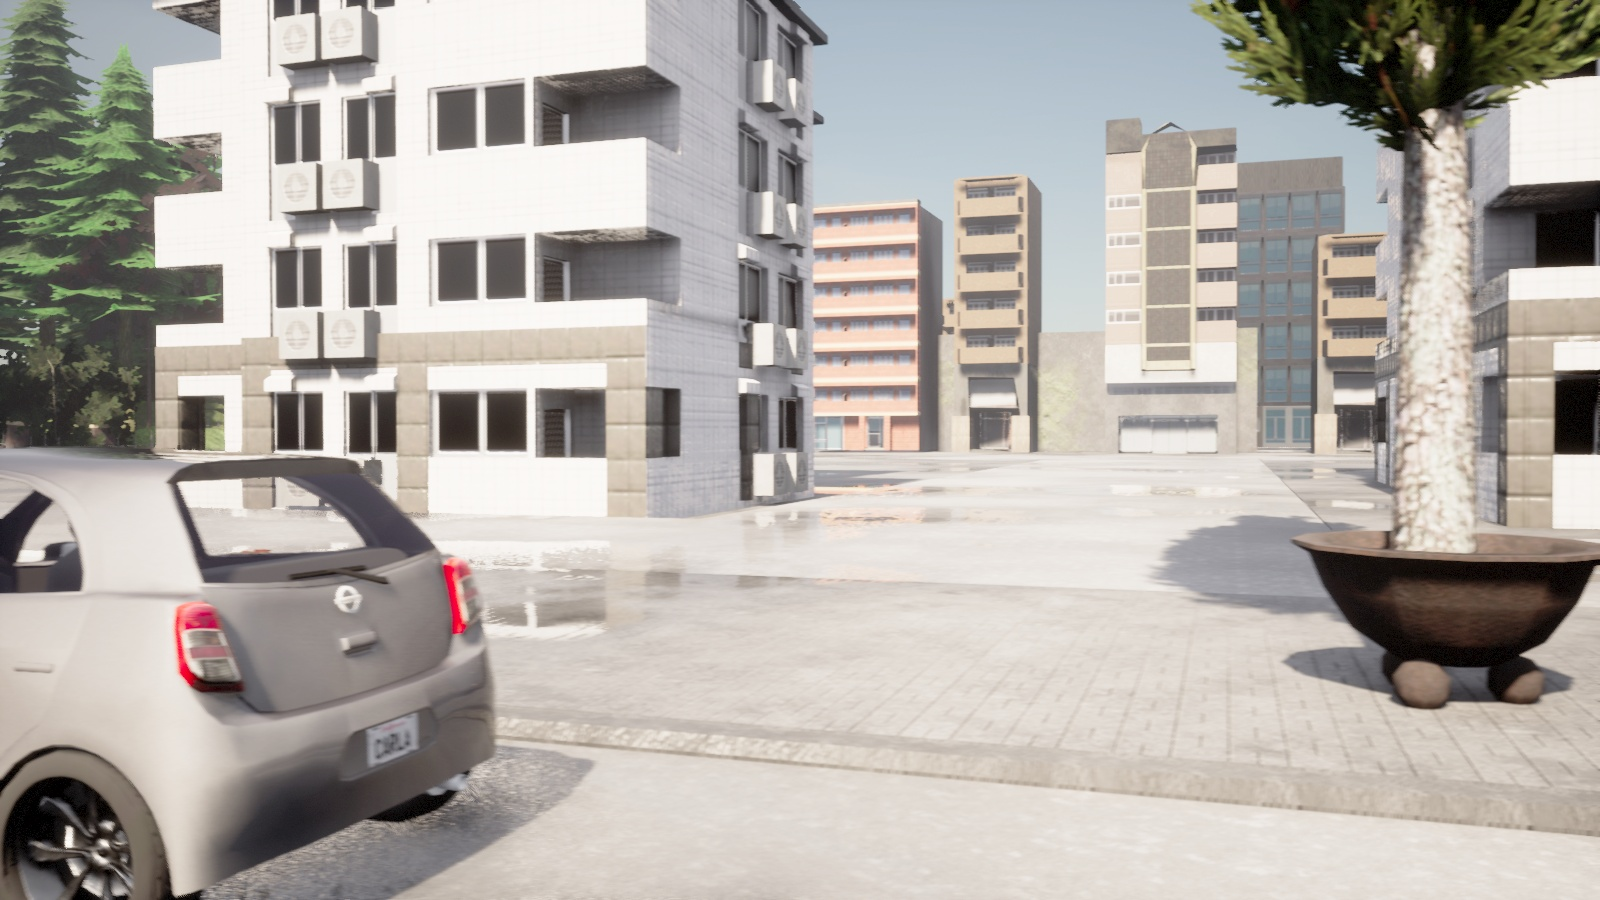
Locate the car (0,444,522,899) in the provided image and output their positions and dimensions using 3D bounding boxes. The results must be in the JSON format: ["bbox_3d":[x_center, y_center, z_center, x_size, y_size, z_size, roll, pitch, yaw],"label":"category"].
[{"bbox_3d":[-3.143,0.744,4.782,3.633,1.501,1.845,1,1,18],"label":"car"}]
